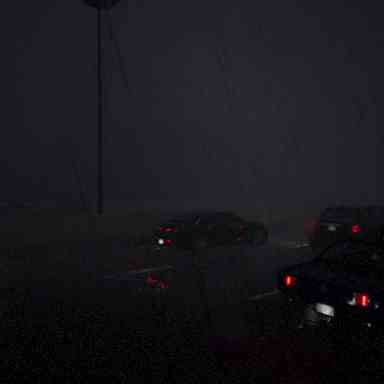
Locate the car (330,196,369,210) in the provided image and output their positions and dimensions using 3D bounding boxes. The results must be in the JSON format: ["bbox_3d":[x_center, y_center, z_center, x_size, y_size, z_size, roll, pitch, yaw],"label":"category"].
[{"bbox_3d":[18.278,1.257,38.518,4.892,1.490,1.837,0,0,-35],"label":"car"}]

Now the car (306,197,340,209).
[{"bbox_3d":[16.291,1.313,41.396,4.181,1.385,1.994,0,0,-35],"label":"car"}]

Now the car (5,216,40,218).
[{"bbox_3d":[-13.351,1.502,24.547,4.674,1.442,1.812,0,0,-36],"label":"car"}]

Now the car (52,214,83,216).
[{"bbox_3d":[-11.114,1.505,30.457,4.181,1.385,1.994,0,0,-35],"label":"car"}]

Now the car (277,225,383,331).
[{"bbox_3d":[3.916,1.555,6.540,4.718,1.301,1.895,0,0,-36],"label":"car"}]

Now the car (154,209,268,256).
[{"bbox_3d":[0.889,1.450,12.978,4.892,1.490,1.837,0,0,-35],"label":"car"}]

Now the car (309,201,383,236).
[{"bbox_3d":[6.566,1.267,12.729,4.553,1.767,2.097,0,0,-36],"label":"car"}]
